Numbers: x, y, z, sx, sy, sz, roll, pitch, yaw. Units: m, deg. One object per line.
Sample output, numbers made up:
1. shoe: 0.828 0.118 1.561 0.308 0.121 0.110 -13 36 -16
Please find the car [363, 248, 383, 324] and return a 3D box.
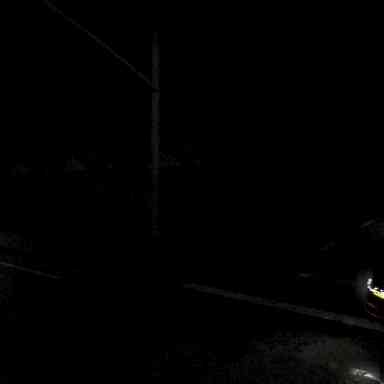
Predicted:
1. car: 4.951 1.481 6.236 4.892 1.490 1.837 0 1 -42
